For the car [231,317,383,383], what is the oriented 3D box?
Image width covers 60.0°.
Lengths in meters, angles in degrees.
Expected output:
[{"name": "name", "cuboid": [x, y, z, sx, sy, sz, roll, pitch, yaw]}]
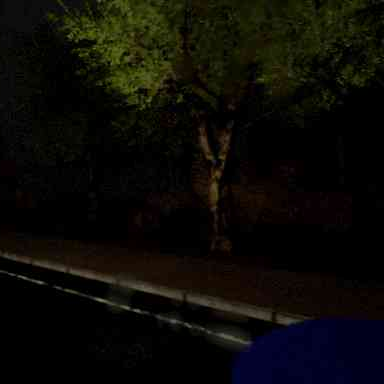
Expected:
[{"name": "car", "cuboid": [2.558, 1.476, 1.736, 5.008, 1.535, 1.882, 0, 0, 35]}]
